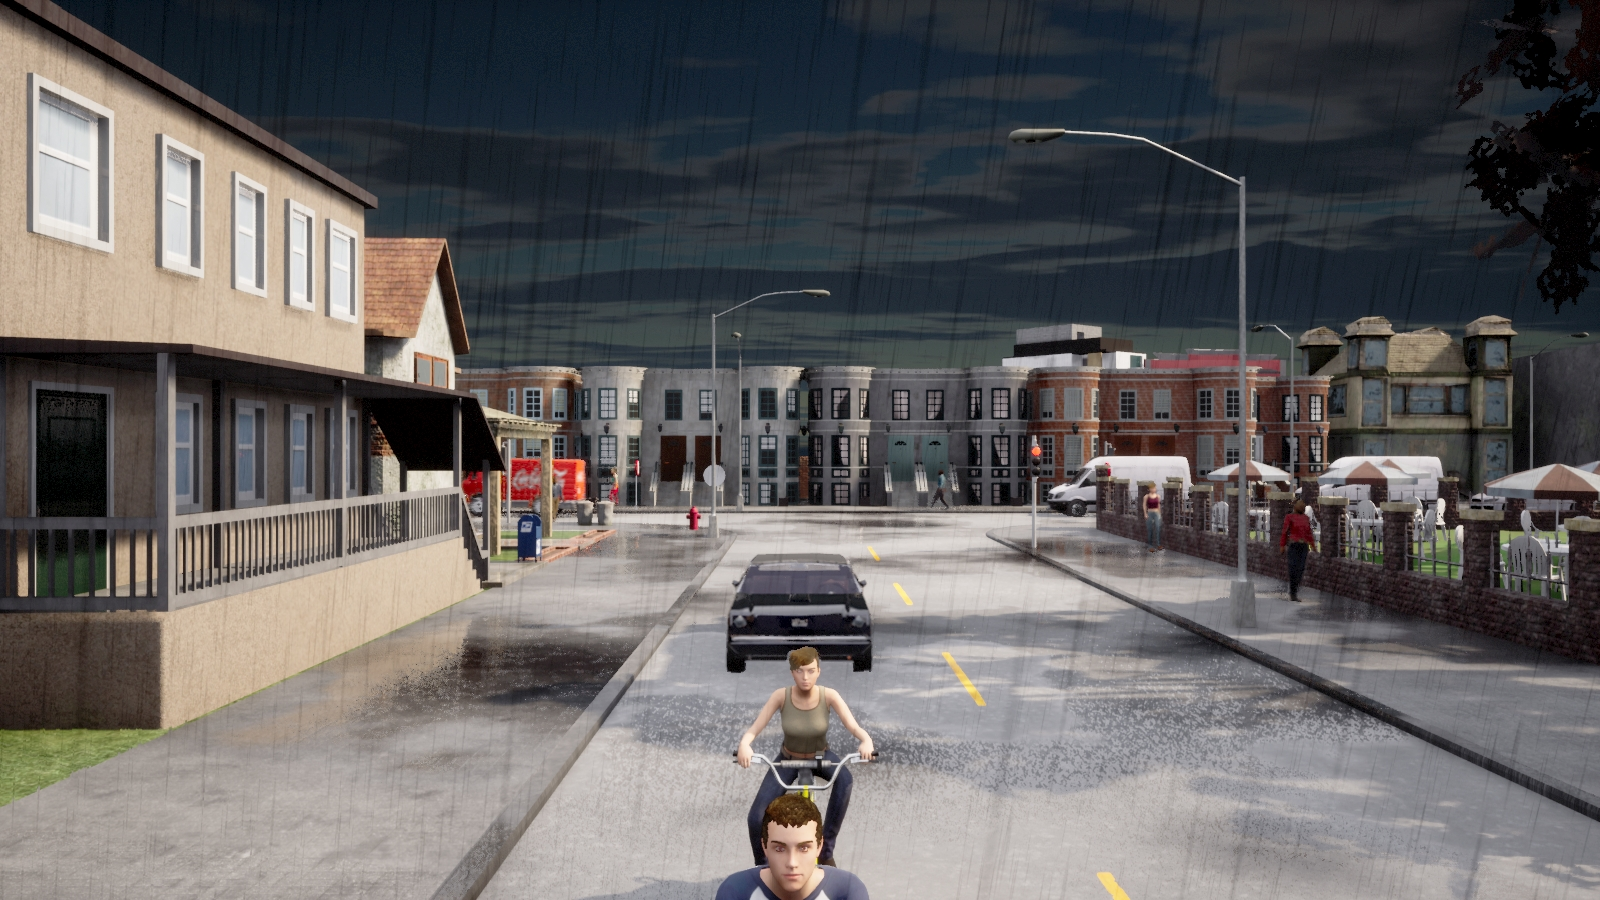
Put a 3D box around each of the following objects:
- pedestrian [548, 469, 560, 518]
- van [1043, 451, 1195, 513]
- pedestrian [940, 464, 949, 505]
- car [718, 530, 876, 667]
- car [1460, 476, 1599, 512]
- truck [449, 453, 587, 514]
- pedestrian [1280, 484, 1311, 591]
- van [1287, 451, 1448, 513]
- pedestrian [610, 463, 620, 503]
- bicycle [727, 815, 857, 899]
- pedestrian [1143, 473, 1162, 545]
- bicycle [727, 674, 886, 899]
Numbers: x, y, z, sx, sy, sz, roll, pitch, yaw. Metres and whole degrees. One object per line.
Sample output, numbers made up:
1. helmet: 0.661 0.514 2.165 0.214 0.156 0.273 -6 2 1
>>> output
1. pedestrian: -9.348 1.646 43.385 0.375 1.860 0.375 0 0 -26
2. van: 13.575 1.335 48.873 5.915 2.561 1.988 0 0 0
3. pedestrian: 6.488 1.546 51.330 0.375 1.860 0.375 0 0 10
4. car: -0.041 1.942 16.038 1.895 1.301 4.718 0 0 0
5. car: 31.329 1.861 48.882 4.892 1.480 2.231 0 0 0
6. truck: -11.971 1.378 48.857 5.204 2.467 2.627 1 0 0
7. pedestrian: 8.747 1.532 20.175 0.375 1.860 0.375 0 0 -4
8. van: 24.218 1.335 48.884 5.915 2.561 1.988 0 0 0
9. pedestrian: -8.757 1.547 54.092 0.375 1.860 0.375 0 0 2
10. bicycle: -0.022 1.938 3.212 0.373 1.296 1.643 0 0 0
11. pedestrian: 9.228 1.530 29.899 0.375 1.860 0.375 0 0 2
12. bicycle: 0.033 2.040 6.906 0.859 1.080 1.487 0 0 0
